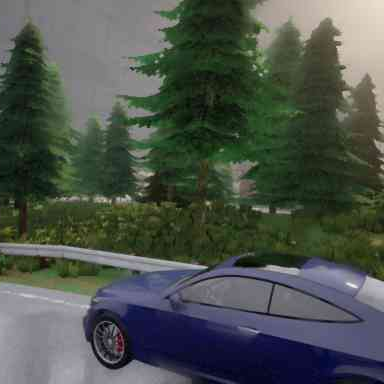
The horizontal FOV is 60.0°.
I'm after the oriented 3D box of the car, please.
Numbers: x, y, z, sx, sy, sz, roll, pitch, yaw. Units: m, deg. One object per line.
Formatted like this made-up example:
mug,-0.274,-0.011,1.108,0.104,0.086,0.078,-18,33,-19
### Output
car,0.753,1.499,4.100,4.674,1.442,1.812,1,1,31
